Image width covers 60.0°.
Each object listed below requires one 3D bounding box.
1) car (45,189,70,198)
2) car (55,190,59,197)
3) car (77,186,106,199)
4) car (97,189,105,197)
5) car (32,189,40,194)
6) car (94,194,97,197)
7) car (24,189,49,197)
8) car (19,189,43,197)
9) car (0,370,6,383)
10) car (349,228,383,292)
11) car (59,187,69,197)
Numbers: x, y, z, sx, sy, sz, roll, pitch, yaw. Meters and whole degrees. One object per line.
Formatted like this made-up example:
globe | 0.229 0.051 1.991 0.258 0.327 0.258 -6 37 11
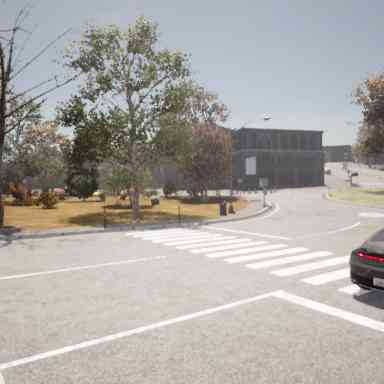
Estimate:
car | -28.586 0.283 70.957 2.231 1.521 4.892 -1 2 18
car | -26.239 0.051 69.100 2.435 2.045 5.566 0 2 17
car | -19.140 0.041 63.743 2.435 2.045 5.566 -2 2 17
car | -14.387 0.111 60.127 2.185 1.767 4.553 -2 2 16
car | -33.269 0.092 74.604 2.185 1.767 4.553 0 2 18
car | -16.800 0.273 61.752 1.946 1.575 5.366 -1 2 17
car | -35.636 0.185 76.307 1.946 1.575 5.366 0 3 18
car | -37.890 0.142 78.346 2.097 1.535 5.008 0 3 19
car | -3.290 1.355 1.393 4.553 1.767 2.097 0 0 -36
car | 5.597 1.469 7.702 4.892 1.490 1.837 0 0 -35
car | -23.876 0.339 67.295 2.163 1.488 4.792 -1 2 17
